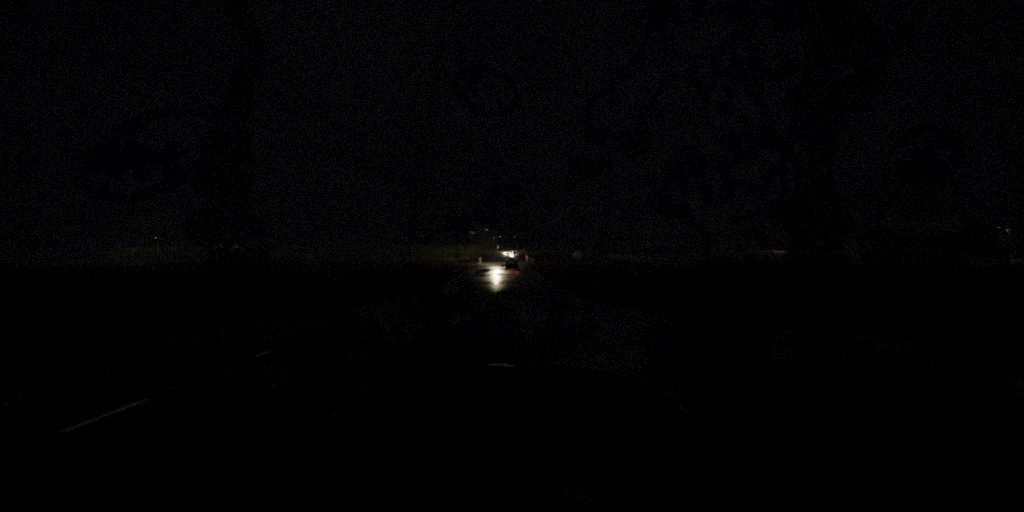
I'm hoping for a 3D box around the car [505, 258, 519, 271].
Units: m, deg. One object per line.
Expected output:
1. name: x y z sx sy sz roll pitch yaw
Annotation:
1. car: -0.046 1.300 52.874 1.882 1.535 5.008 -2 1 0
